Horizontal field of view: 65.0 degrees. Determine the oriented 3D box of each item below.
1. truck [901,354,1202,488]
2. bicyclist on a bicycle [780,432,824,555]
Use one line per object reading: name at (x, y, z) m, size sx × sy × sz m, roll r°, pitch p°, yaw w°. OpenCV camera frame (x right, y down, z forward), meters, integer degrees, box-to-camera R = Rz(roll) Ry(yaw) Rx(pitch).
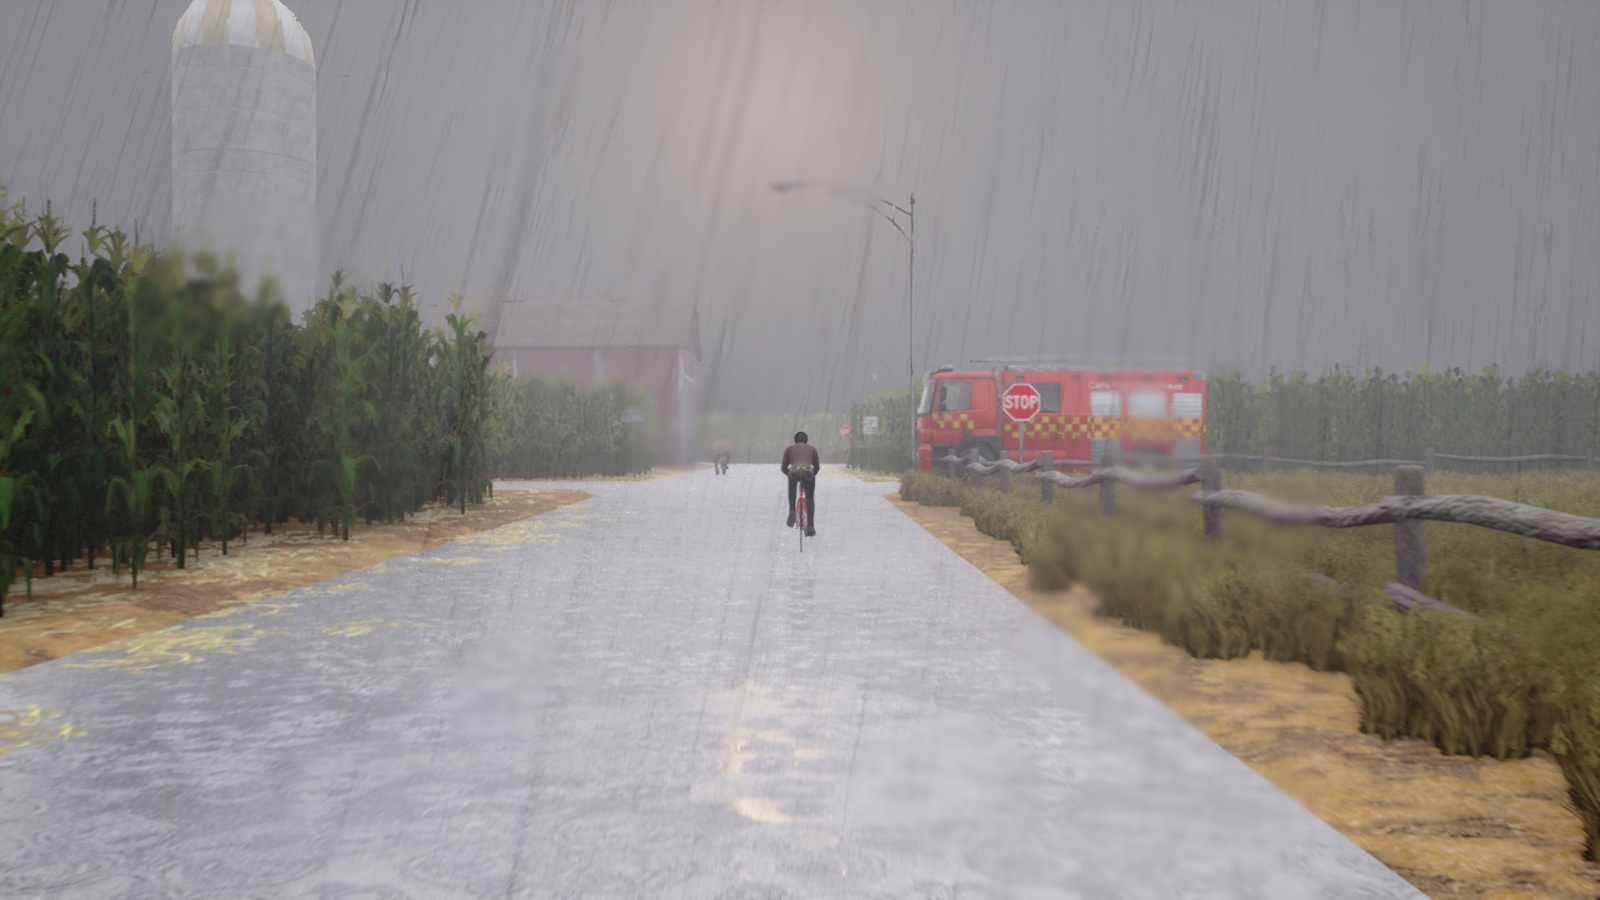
truck at (7.391, -0.848, 37.799) m, size 8.468 × 3.827 × 2.891 m, roll 1°, pitch 0°, yaw 0°
bicyclist on a bicycle at (0.023, 0.568, 17.370) m, size 0.582 × 1.620 × 1.656 m, roll 0°, pitch 0°, yaw 0°
